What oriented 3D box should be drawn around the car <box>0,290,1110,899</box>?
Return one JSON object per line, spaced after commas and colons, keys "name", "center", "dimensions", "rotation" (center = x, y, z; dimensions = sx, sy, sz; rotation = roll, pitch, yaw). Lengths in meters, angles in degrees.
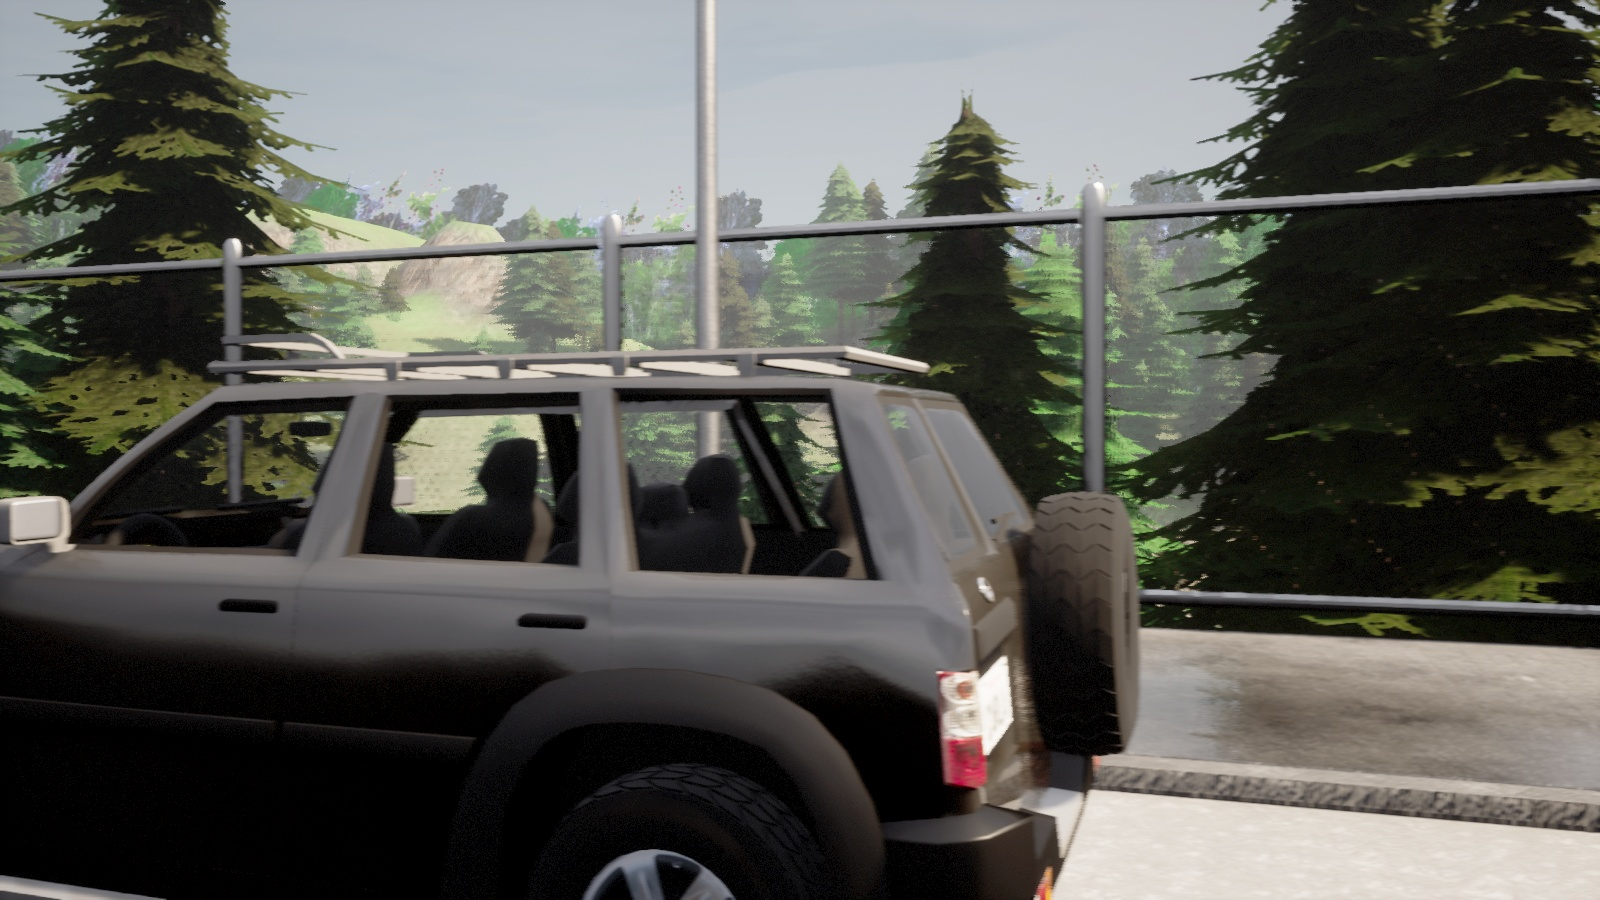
{"name": "car", "center": [-1.415, 0.571, 4.207], "dimensions": [4.605, 1.855, 1.932], "rotation": [1, 1, 19]}
